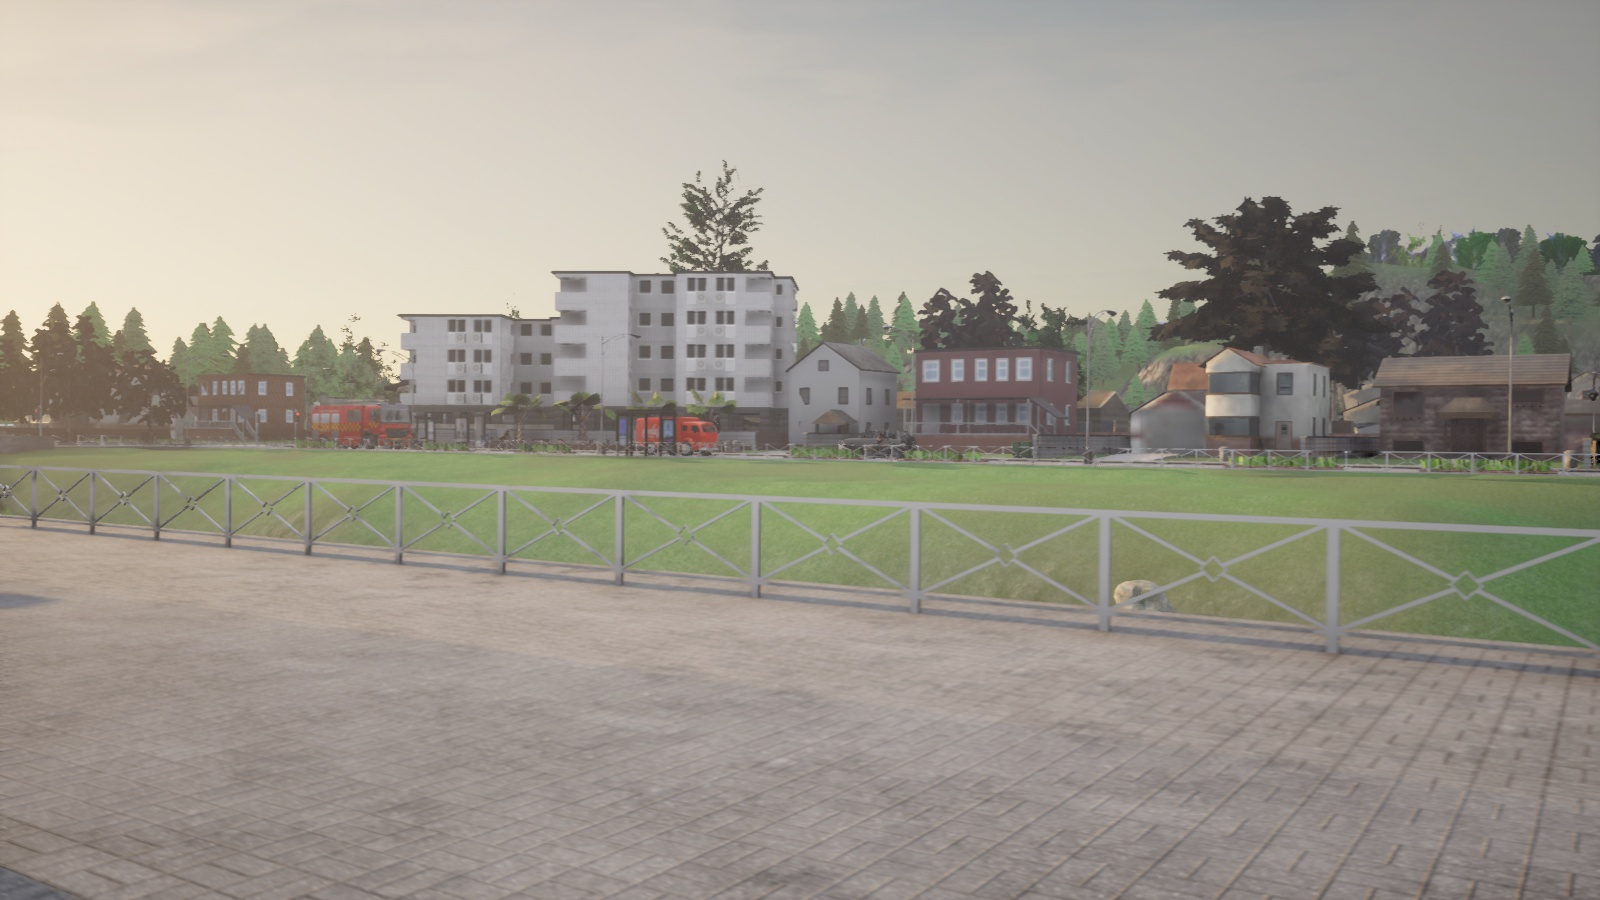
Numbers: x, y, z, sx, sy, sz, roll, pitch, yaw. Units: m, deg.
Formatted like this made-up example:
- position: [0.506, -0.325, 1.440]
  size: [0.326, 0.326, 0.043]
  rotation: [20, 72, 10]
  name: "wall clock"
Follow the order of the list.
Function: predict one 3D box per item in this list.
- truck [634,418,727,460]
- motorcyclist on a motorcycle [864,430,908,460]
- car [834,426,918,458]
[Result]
- position: [-7.463, -0.670, 78.171]
  size: [5.204, 2.467, 2.627]
  rotation: [-1, 0, 34]
  name: "truck"
- position: [4.794, -0.265, 70.106]
  size: [2.350, 1.649, 0.766]
  rotation: [0, 1, 34]
  name: "motorcyclist on a motorcycle"
- position: [4.524, -0.460, 75.060]
  size: [4.605, 1.855, 1.932]
  rotation: [0, 1, 33]
  name: "car"
